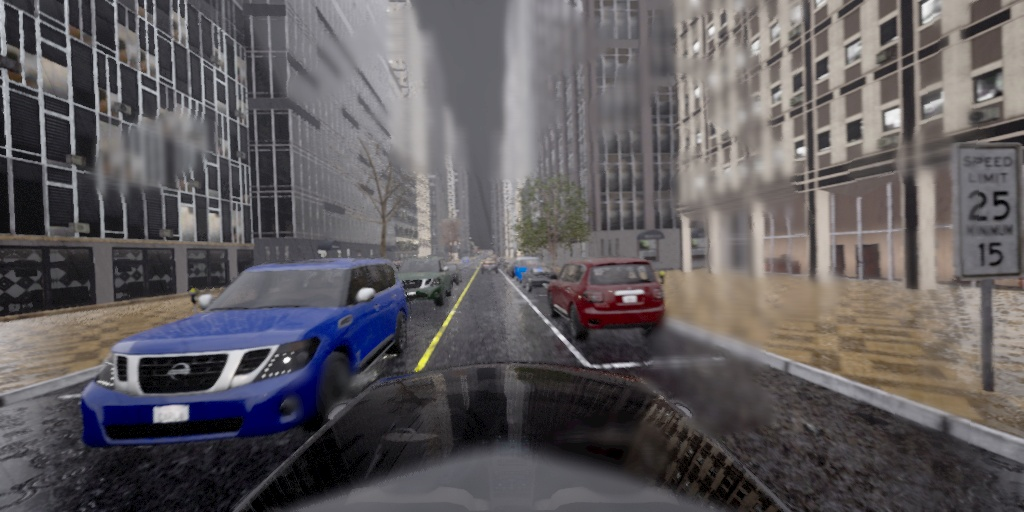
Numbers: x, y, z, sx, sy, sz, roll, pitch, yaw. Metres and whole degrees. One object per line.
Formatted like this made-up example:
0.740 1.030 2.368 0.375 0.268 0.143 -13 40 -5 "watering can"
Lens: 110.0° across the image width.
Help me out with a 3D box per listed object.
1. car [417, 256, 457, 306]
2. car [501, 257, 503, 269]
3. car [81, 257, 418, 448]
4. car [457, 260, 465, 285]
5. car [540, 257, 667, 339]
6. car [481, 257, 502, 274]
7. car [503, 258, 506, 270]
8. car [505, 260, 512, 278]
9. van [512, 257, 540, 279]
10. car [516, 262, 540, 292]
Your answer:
-4.024 1.059 16.433 2.150 2.045 5.566 -2 0 -4 "car"
-0.478 1.161 48.548 2.007 1.370 4.403 0 0 -4 "car"
-3.274 1.067 5.978 2.150 2.045 5.566 -2 0 -4 "car"
-4.718 1.332 26.455 1.837 1.490 4.892 -2 0 -4 "car"
2.291 0.964 9.746 2.192 1.841 5.009 0 0 -4 "car"
-2.546 1.198 40.785 2.128 1.511 4.902 -2 0 -4 "car"
0.321 1.149 37.351 1.751 1.417 4.829 0 0 -4 "car"
0.739 1.195 31.498 1.948 1.339 4.313 0 0 -4 "car"
1.145 0.976 25.814 1.690 1.789 3.998 0 0 -4 "van"
1.550 1.191 20.131 2.007 1.370 4.403 0 0 -4 "car"
